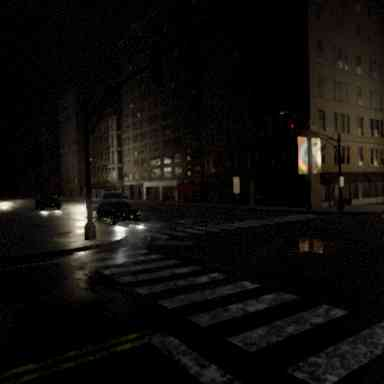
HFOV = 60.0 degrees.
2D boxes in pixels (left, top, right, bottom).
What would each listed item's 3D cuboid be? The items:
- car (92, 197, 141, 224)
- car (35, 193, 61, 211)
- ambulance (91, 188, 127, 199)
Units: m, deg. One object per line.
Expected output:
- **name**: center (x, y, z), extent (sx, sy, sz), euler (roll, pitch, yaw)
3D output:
- **car**: center (-5.398, 1.391, 24.001), extent (1.837, 1.490, 4.892), euler (-3, 2, -36)
- **car**: center (-18.209, 1.174, 41.920), extent (2.150, 2.045, 5.566), euler (-3, 1, -35)
- **ambulance**: center (-8.630, 0.827, 34.244), extent (2.351, 2.431, 6.366), euler (-3, 1, -36)
